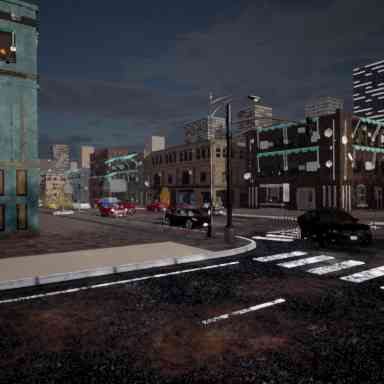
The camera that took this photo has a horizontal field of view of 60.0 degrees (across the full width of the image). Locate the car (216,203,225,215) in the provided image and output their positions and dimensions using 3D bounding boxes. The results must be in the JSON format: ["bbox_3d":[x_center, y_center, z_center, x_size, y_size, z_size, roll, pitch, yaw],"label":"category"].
[{"bbox_3d":[1.691,1.810,35.586,2.008,1.369,4.403,-2,0,-36],"label":"car"}]

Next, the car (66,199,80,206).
[{"bbox_3d":[-27.282,2.364,76.110,1.947,1.339,4.313,-1,0,-36],"label":"car"}]

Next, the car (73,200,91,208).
[{"bbox_3d":[-20.567,2.230,62.277,1.994,1.385,4.181,-1,0,-36],"label":"car"}]

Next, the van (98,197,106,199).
[{"bbox_3d":[-14.410,1.907,58.099,1.690,1.788,3.998,-1,0,-36],"label":"van"}]

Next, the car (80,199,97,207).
[{"bbox_3d":[-20.844,2.228,67.105,1.887,1.381,4.507,-1,0,-36],"label":"car"}]

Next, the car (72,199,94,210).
[{"bbox_3d":[-17.555,2.123,52.729,1.812,1.442,4.674,-1,0,-35],"label":"car"}]

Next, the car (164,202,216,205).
[{"bbox_3d":[-0.283,1.827,28.409,1.994,1.385,4.181,-1,0,-36],"label":"car"}]

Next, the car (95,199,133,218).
[{"bbox_3d":[-8.347,1.846,35.213,1.967,1.590,4.097,-1,0,-36],"label":"car"}]

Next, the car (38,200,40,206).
[{"bbox_3d":[-30.879,2.376,66.733,2.008,1.369,4.403,-1,0,-36],"label":"car"}]

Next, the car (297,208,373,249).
[{"bbox_3d":[6.178,1.498,14.904,1.882,1.535,5.008,1,-1,3],"label":"car"}]

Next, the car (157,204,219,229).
[{"bbox_3d":[-0.372,1.815,23.854,1.947,1.339,4.313,-2,0,-36],"label":"car"}]

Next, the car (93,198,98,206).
[{"bbox_3d":[-17.630,1.940,62.602,2.192,1.841,5.009,-1,0,-36],"label":"car"}]

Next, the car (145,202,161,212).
[{"bbox_3d":[-4.746,1.966,44.591,1.802,1.307,4.206,-2,0,-36],"label":"car"}]

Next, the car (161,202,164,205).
[{"bbox_3d":[-1.528,1.904,40.089,1.802,1.307,4.206,-2,0,-36],"label":"car"}]

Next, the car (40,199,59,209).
[{"bbox_3d":[-24.342,2.233,57.588,1.752,1.417,4.829,-1,0,-36],"label":"car"}]

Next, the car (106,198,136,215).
[{"bbox_3d":[-8.475,1.901,39.877,1.882,1.535,5.008,-1,0,-35],"label":"car"}]
